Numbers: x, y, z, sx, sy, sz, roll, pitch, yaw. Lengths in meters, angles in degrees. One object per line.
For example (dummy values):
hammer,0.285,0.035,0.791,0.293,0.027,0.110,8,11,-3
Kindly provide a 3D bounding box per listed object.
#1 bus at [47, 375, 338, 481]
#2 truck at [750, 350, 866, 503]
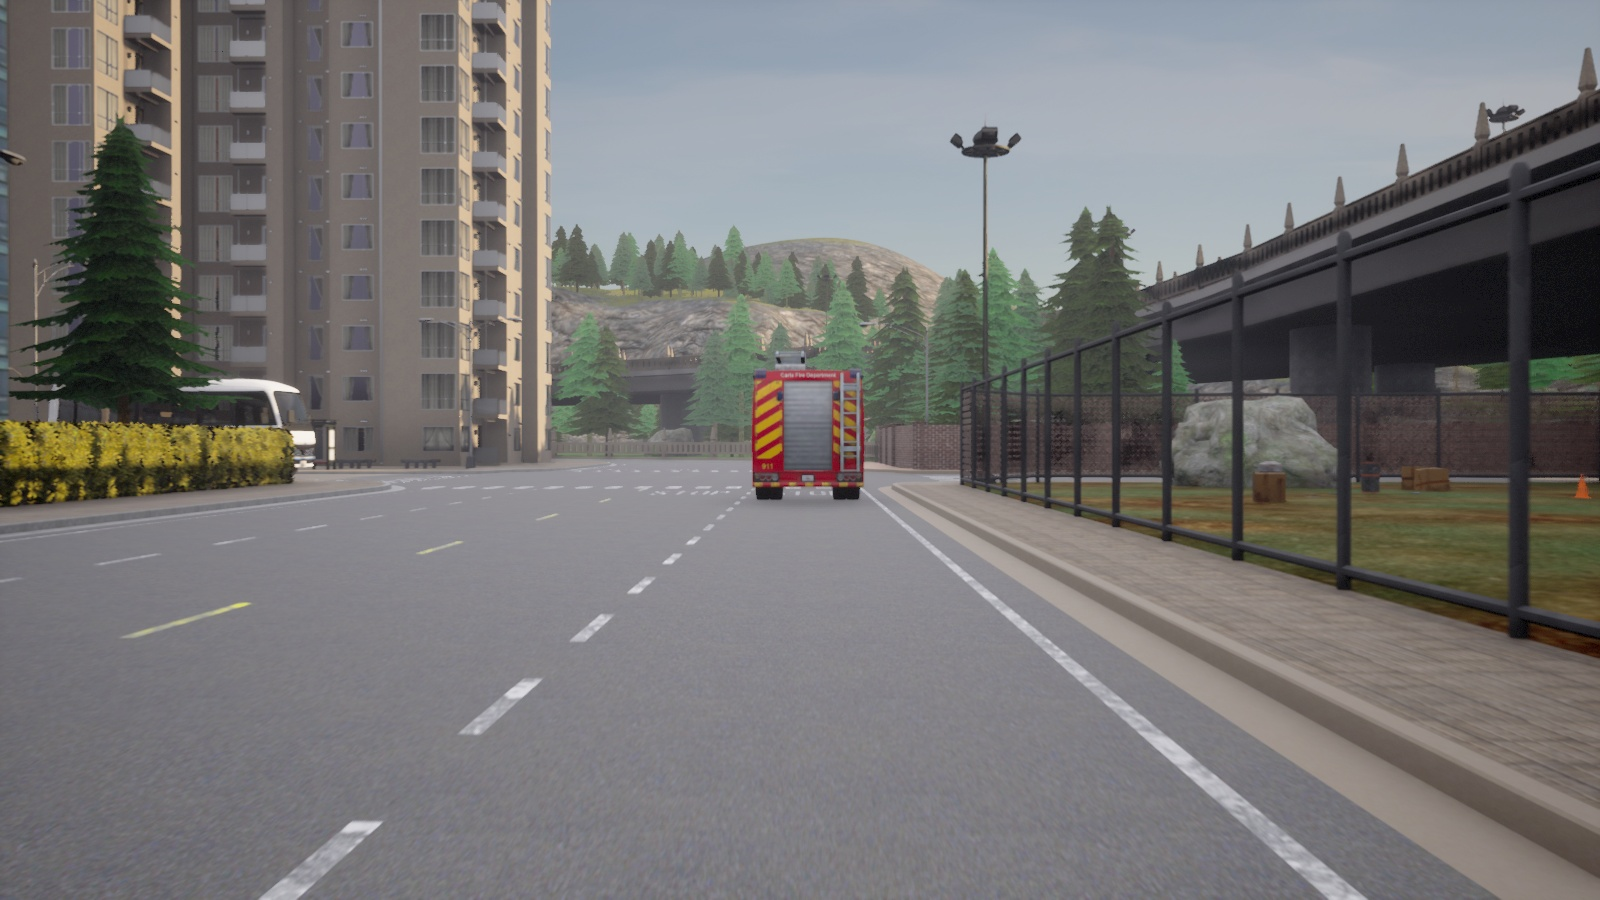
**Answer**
bus,-25.286,-0.892,52.729,10.273,4.253,3.944,0,0,0
truck,0.219,-0.618,35.596,2.891,3.827,8.468,0,0,0
